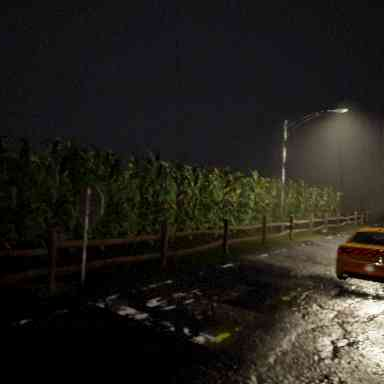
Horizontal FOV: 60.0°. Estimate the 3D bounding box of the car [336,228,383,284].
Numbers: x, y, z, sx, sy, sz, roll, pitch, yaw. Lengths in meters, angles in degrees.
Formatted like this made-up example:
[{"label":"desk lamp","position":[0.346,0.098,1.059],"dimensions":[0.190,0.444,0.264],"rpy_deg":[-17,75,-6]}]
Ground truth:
[{"label":"car","position":[5.977,1.881,10.433],"dimensions":[1.882,1.535,5.008],"rpy_deg":[3,-1,36]}]
